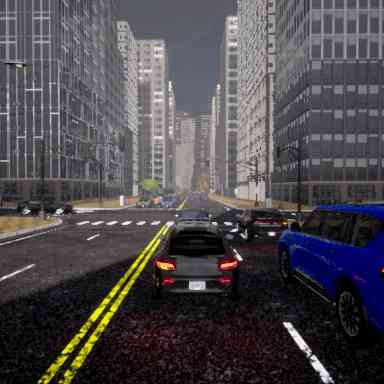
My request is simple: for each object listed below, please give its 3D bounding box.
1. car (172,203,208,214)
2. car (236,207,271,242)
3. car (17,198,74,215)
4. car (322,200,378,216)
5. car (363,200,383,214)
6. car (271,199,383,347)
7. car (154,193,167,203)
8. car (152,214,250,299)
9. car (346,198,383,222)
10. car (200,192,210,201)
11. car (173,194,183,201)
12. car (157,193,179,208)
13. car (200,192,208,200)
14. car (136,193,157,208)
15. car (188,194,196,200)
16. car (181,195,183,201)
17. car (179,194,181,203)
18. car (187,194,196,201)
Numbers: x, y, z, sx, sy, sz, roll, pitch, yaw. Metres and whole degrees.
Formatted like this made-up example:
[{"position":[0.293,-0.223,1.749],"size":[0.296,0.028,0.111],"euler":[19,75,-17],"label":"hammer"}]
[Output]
[{"position":[0.086,1.538,17.584],"size":[2.033,1.411,5.357],"euler":[0,0,0],"label":"car"},{"position":[3.336,1.496,16.314],"size":[1.837,1.490,4.892],"euler":[0,0,0],"label":"car"},{"position":[-13.893,1.369,31.654],"size":[5.008,1.535,1.882],"euler":[1,1,-1],"label":"car"},{"position":[16.196,1.616,34.219],"size":[4.892,1.490,1.837],"euler":[0,1,0],"label":"car"},{"position":[21.777,1.643,36.725],"size":[4.829,1.417,1.752],"euler":[1,0,1],"label":"car"},{"position":[3.348,1.218,6.453],"size":[2.150,2.045,5.566],"euler":[0,0,0],"label":"car"},{"position":[-6.563,1.162,69.211],"size":[2.150,2.045,5.566],"euler":[0,0,0],"label":"car"},{"position":[0.092,1.522,8.310],"size":[1.812,1.442,4.674],"euler":[0,0,0],"label":"car"},{"position":[16.176,1.519,28.434],"size":[5.009,1.841,2.192],"euler":[1,0,1],"label":"car"},{"position":[3.180,1.443,79.630],"size":[1.812,1.442,4.674],"euler":[0,0,0],"label":"car"},{"position":[-3.321,1.277,79.916],"size":[2.097,1.767,4.553],"euler":[0,0,0],"label":"car"},{"position":[-3.387,1.318,47.921],"size":[2.097,1.767,4.553],"euler":[0,0,0],"label":"car"},{"position":[3.171,0.968,89.659],"size":[2.150,2.045,5.566],"euler":[0,0,0],"label":"car"},{"position":[-6.669,1.318,47.873],"size":[2.097,1.767,4.553],"euler":[0,0,1],"label":"car"},{"position":[-0.079,1.282,89.627],"size":[2.033,1.411,5.357],"euler":[0,0,0],"label":"car"},{"position":[-3.329,1.507,67.373],"size":[1.994,1.385,4.181],"euler":[0,0,1],"label":"car"},{"position":[-3.385,1.503,57.403],"size":[2.033,1.411,5.357],"euler":[0,0,0],"label":"car"},{"position":[-0.070,1.443,79.627],"size":[1.812,1.442,4.674],"euler":[0,0,0],"label":"car"}]
